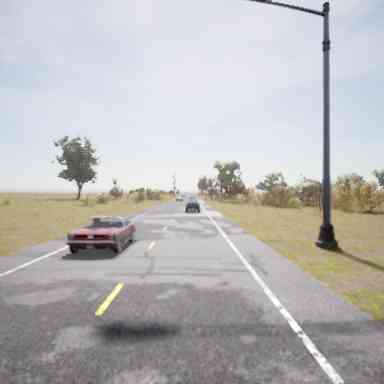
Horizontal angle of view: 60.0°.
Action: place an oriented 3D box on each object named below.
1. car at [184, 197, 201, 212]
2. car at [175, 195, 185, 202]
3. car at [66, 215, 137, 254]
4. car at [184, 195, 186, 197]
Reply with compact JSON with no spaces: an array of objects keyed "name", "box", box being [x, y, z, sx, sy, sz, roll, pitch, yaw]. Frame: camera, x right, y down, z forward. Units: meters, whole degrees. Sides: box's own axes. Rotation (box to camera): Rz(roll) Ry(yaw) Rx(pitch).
[{"name":"car","box":[0.081,1.721,43.126,1.837,1.490,4.892,0,0,0]},{"name":"car","box":[-3.542,2.006,93.419,1.994,1.385,4.181,0,0,0]},{"name":"car","box":[-3.607,1.673,14.025,1.895,1.301,4.718,0,0,0]},{"name":"car","box":[0.072,1.657,61.264,2.097,1.767,4.553,0,0,0]}]
